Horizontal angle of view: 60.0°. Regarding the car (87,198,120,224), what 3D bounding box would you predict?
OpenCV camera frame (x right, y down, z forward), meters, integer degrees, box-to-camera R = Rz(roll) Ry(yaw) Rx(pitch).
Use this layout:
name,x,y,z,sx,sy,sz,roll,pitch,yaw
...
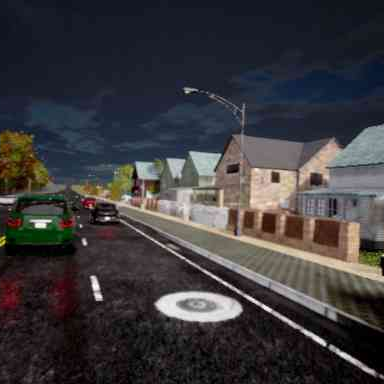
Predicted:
name,x,y,z,sx,sy,sz,roll,pitch,yaw
car,-6.516,1.518,24.766,1.837,1.490,4.892,3,0,-20

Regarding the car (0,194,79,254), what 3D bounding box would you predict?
name,x,y,z,sx,sy,sz,roll,pitch,yaw
car,-5.708,1.127,13.053,2.150,2.045,5.566,3,-1,-20

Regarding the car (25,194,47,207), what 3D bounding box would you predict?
name,x,y,z,sx,sy,sz,roll,pitch,yaw
car,-20.456,1.094,43.730,2.128,1.511,4.902,3,-1,-20

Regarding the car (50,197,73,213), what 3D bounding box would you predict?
name,x,y,z,sx,sy,sz,roll,pitch,yaw
car,-13.879,1.354,35.607,2.033,1.411,5.357,3,-1,-20

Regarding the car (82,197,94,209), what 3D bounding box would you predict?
name,x,y,z,sx,sy,sz,roll,pitch,yaw
car,-13.365,1.406,43.722,1.882,1.535,5.008,3,-1,-20
